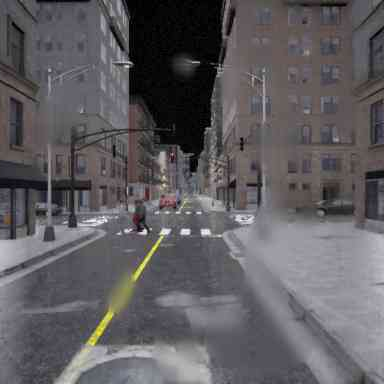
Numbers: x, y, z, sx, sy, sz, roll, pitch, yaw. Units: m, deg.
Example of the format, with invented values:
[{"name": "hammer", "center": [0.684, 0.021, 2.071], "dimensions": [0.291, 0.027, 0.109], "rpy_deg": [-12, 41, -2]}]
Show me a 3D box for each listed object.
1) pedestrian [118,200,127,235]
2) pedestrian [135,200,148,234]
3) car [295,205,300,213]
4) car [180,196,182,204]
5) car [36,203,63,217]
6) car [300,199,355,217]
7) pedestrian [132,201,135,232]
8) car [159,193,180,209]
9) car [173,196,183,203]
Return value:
[{"name": "pedestrian", "center": [-3.605, 1.292, 17.159], "dimensions": [0.375, 1.860, 0.375], "rpy_deg": [0, 0, 0]}, {"name": "pedestrian", "center": [-2.689, 1.291, 17.759], "dimensions": [0.375, 1.860, 0.375], "rpy_deg": [0, 0, 0]}, {"name": "car", "center": [12.135, 1.433, 31.632], "dimensions": [4.507, 1.381, 1.887], "rpy_deg": [-1, 0, 0]}, {"name": "car", "center": [-3.088, 1.177, 58.041], "dimensions": [2.150, 2.045, 5.566], "rpy_deg": [0, 0, 0]}, {"name": "car", "center": [-14.628, 1.703, 31.820], "dimensions": [4.403, 1.369, 2.008], "rpy_deg": [-1, 0, 0]}, {"name": "car", "center": [12.422, 1.352, 28.888], "dimensions": [5.008, 1.535, 1.882], "rpy_deg": [-1, 0, -1]}, {"name": "pedestrian", "center": [-2.988, 1.291, 18.365], "dimensions": [0.375, 1.860, 0.375], "rpy_deg": [0, 0, 0]}, {"name": "car", "center": [-3.101, 1.200, 44.523], "dimensions": [2.150, 2.045, 5.566], "rpy_deg": [0, 0, 0]}, {"name": "car", "center": [-3.004, 1.520, 70.319], "dimensions": [1.895, 1.301, 4.718], "rpy_deg": [0, 0, 0]}]
